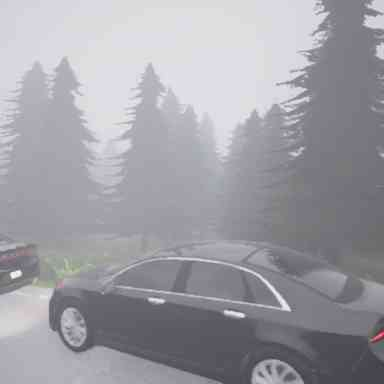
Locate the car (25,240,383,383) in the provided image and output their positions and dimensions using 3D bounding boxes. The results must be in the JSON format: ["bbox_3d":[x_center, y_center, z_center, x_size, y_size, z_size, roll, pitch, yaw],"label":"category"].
[{"bbox_3d":[0.070,1.452,4.607,4.892,1.490,1.837,-1,1,31],"label":"car"}]

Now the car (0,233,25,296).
[{"bbox_3d":[-5.789,1.513,7.411,5.008,1.535,1.882,-1,1,20],"label":"car"}]
